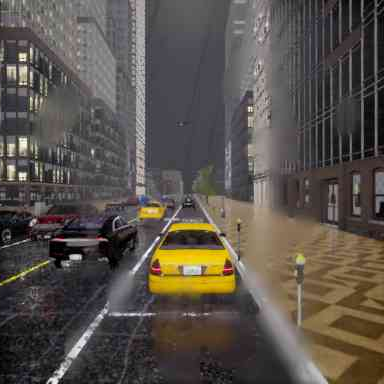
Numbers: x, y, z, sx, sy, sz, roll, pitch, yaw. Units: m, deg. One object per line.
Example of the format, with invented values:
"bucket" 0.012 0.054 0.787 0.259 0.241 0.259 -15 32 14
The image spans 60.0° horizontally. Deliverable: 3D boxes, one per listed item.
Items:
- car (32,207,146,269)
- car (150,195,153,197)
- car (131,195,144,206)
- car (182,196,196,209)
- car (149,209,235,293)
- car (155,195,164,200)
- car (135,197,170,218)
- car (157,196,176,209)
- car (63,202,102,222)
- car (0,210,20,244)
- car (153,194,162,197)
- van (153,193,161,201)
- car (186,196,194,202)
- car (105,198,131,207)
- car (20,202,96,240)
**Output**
"car" -3.045 1.491 11.142 2.128 1.511 4.902 0 0 0
"car" -8.833 1.551 61.338 1.802 1.307 4.206 0 0 0
"car" -8.833 1.523 49.953 1.887 1.381 4.507 0 0 0
"car" -0.452 1.548 44.248 1.947 1.339 4.313 0 0 0
"car" 0.004 1.456 8.839 1.801 1.575 5.366 0 0 0
"car" -8.832 1.504 89.799 1.947 1.339 4.313 0 0 0
"car" -3.146 1.449 27.558 1.801 1.575 5.366 0 0 0
"car" -3.045 1.531 42.094 2.033 1.411 5.357 0 0 0
"car" -8.832 1.575 27.183 1.802 1.307 4.206 0 0 0
"car" -8.833 1.563 15.800 1.947 1.339 4.313 0 0 0
"car" -8.832 1.391 78.413 1.967 1.590 4.097 0 0 0
"van" -8.831 1.286 84.106 1.690 1.788 3.998 0 0 0
"car" -0.452 1.533 78.399 1.802 1.307 4.206 0 0 0
"car" -8.833 1.537 38.569 2.008 1.369 4.403 0 0 0
"car" -6.247 1.349 16.611 2.097 1.767 4.553 0 0 0
